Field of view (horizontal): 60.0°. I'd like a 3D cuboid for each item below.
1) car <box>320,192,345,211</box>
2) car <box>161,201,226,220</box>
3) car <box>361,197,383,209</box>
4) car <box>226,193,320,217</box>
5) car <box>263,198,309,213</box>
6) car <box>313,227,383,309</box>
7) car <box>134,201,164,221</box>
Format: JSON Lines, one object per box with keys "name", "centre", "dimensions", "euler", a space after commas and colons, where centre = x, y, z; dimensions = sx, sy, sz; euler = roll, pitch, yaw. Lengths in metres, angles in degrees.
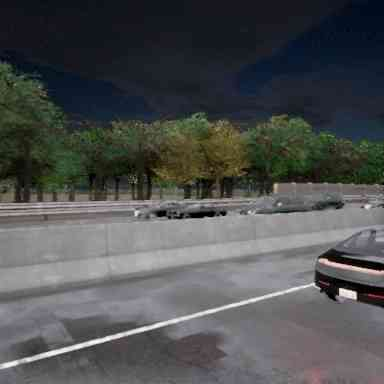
{"name": "car", "centre": [13.876, 1.078, 35.078], "dimensions": [5.566, 2.045, 2.150], "euler": [-1, 1, -35]}
{"name": "car", "centre": [0.376, 1.577, 25.515], "dimensions": [4.718, 1.301, 1.895], "euler": [0, 0, -35]}
{"name": "car", "centre": [19.645, 1.298, 34.833], "dimensions": [4.902, 1.511, 2.128], "euler": [-1, 0, -35]}
{"name": "car", "centre": [5.070, 1.194, 20.378], "dimensions": [5.566, 2.045, 2.150], "euler": [0, 0, -35]}
{"name": "car", "centre": [10.462, 1.423, 36.888], "dimensions": [5.357, 1.411, 2.033], "euler": [-1, 0, -36]}
{"name": "car", "centre": [4.590, 1.489, 6.967], "dimensions": [4.902, 1.511, 2.128], "euler": [0, 0, -35]}
{"name": "car", "centre": [-2.370, 1.473, 27.105], "dimensions": [4.902, 1.511, 2.128], "euler": [0, 0, -38]}
